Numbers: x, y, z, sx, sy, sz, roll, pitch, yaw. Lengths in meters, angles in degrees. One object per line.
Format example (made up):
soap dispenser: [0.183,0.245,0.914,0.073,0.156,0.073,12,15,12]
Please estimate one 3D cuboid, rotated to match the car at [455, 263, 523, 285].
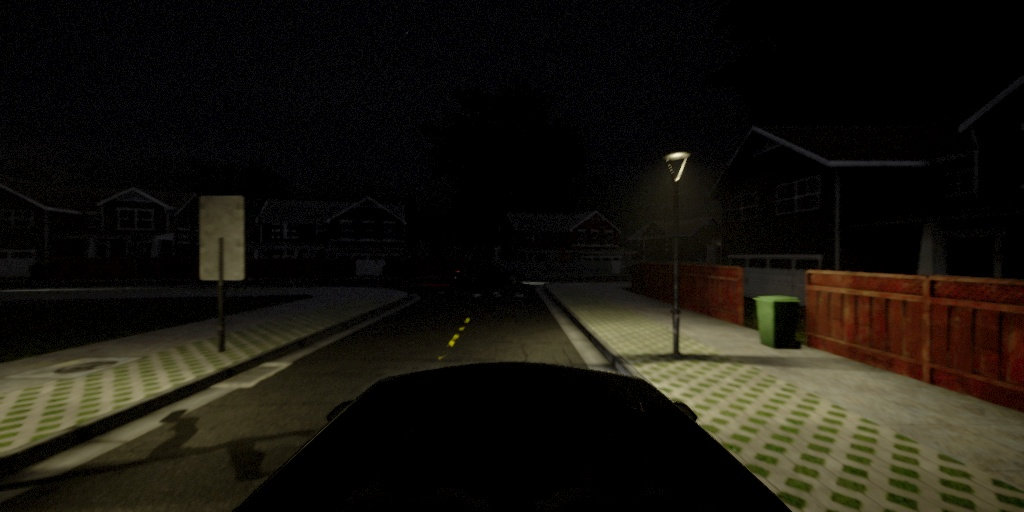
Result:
car: [-1.579,1.244,25.329,4.892,1.490,1.837,0,0,-20]
